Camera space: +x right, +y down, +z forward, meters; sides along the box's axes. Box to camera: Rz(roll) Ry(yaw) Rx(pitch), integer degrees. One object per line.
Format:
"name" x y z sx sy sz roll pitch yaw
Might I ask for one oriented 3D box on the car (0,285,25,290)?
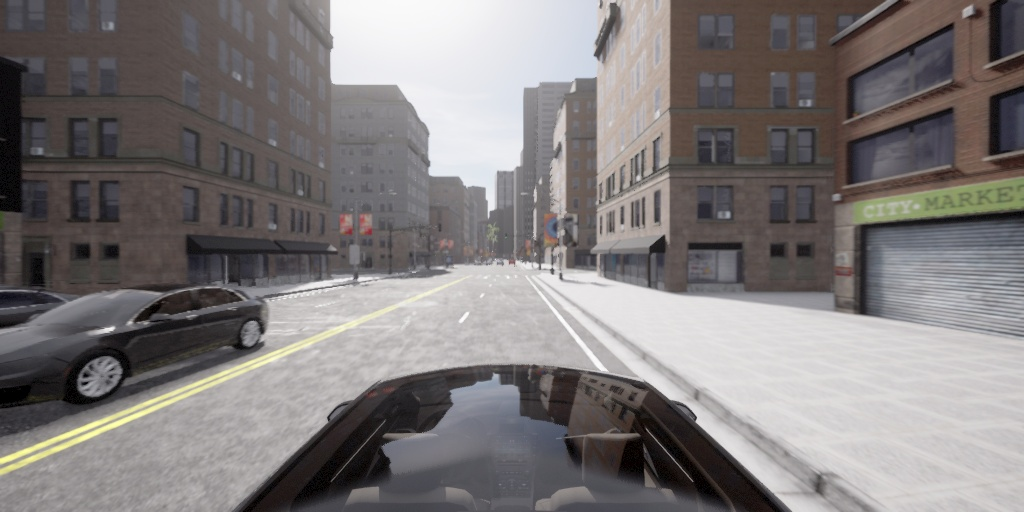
"car" -9.850 1.278 5.919 2.128 1.511 4.902 0 0 0

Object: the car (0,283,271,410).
"car" -6.598 1.295 6.447 1.837 1.490 4.892 0 -1 0
